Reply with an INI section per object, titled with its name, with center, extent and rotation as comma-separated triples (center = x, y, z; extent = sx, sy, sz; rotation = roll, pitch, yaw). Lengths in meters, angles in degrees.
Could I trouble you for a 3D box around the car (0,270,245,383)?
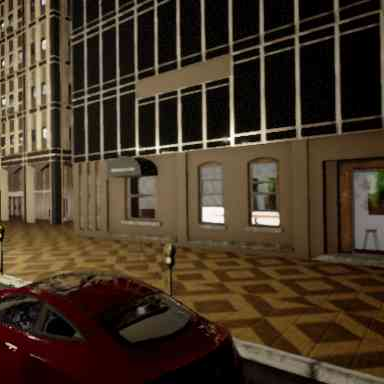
[car]
center = -1.441, 1.613, 3.910
extent = 4.206, 1.307, 1.802
rotation = -1, -1, 36
